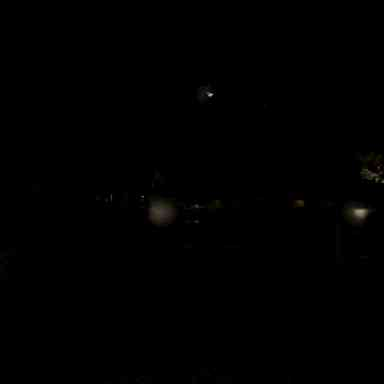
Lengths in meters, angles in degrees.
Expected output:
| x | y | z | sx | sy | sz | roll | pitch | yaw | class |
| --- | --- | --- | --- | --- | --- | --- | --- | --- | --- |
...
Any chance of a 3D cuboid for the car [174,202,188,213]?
| x | y | z | sx | sy | sz | roll | pitch | yaw | class |
| --- | --- | --- | --- | --- | --- | --- | --- | --- | --- |
| -1.590 | 2.238 | 49.568 | 1.882 | 1.535 | 5.008 | 0 | -1 | 1 | car |
